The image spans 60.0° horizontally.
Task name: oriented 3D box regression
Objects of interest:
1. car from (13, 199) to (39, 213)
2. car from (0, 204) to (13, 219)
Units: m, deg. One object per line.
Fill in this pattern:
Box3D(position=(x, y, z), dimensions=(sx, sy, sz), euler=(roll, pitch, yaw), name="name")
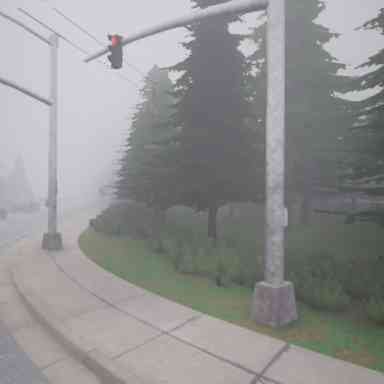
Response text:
Box3D(position=(-18.350, 1.504, 36.731), dimensions=(1.882, 1.535, 5.008), euler=(0, 0, -11), name="car")
Box3D(position=(-16.266, 1.524, 26.447), dimensions=(1.812, 1.442, 4.674), euler=(0, 0, -11), name="car")
